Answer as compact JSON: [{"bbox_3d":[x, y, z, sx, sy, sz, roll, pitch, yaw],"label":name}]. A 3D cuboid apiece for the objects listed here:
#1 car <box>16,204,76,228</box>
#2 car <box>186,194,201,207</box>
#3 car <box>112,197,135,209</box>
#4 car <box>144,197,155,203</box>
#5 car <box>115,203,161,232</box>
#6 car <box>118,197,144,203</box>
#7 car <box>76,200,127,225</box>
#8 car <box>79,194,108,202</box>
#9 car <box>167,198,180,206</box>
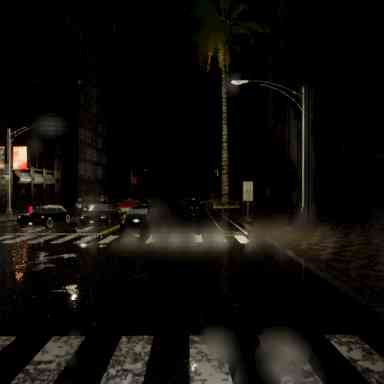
[{"bbox_3d":[-9.766,1.606,22.386,1.895,1.301,4.718,0,0,1],"label":"car"},{"bbox_3d":[0.229,1.259,53.439,2.150,2.045,5.566,0,0,0],"label":"car"},{"bbox_3d":[-9.629,1.518,47.149,2.128,1.511,4.902,0,0,1],"label":"car"},{"bbox_3d":[-6.380,1.530,46.899,1.837,1.490,4.892,0,0,0],"label":"car"},{"bbox_3d":[-3.061,1.568,20.305,1.994,1.385,4.181,0,0,0],"label":"car"},{"bbox_3d":[-6.446,1.537,34.145,1.812,1.442,4.674,0,0,0],"label":"car"},{"bbox_3d":[-6.495,1.553,24.189,2.033,1.411,5.357,0,0,0],"label":"car"},{"bbox_3d":[-9.704,1.233,32.795,2.150,2.045,5.566,0,0,0],"label":"car"},{"bbox_3d":[-3.020,1.602,53.839,1.994,1.385,4.181,0,0,0],"label":"car"}]
